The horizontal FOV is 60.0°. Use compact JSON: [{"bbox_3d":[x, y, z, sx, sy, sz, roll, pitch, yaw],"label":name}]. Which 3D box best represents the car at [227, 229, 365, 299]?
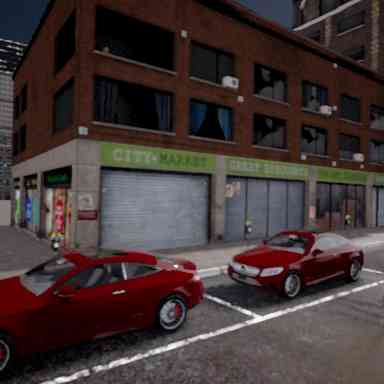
[{"bbox_3d":[2.819,1.648,8.564,4.206,1.307,1.802,1,0,-36],"label":"car"}]

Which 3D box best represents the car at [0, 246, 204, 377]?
[{"bbox_3d":[-1.715,1.596,5.326,4.206,1.307,1.802,1,0,-36],"label":"car"}]
